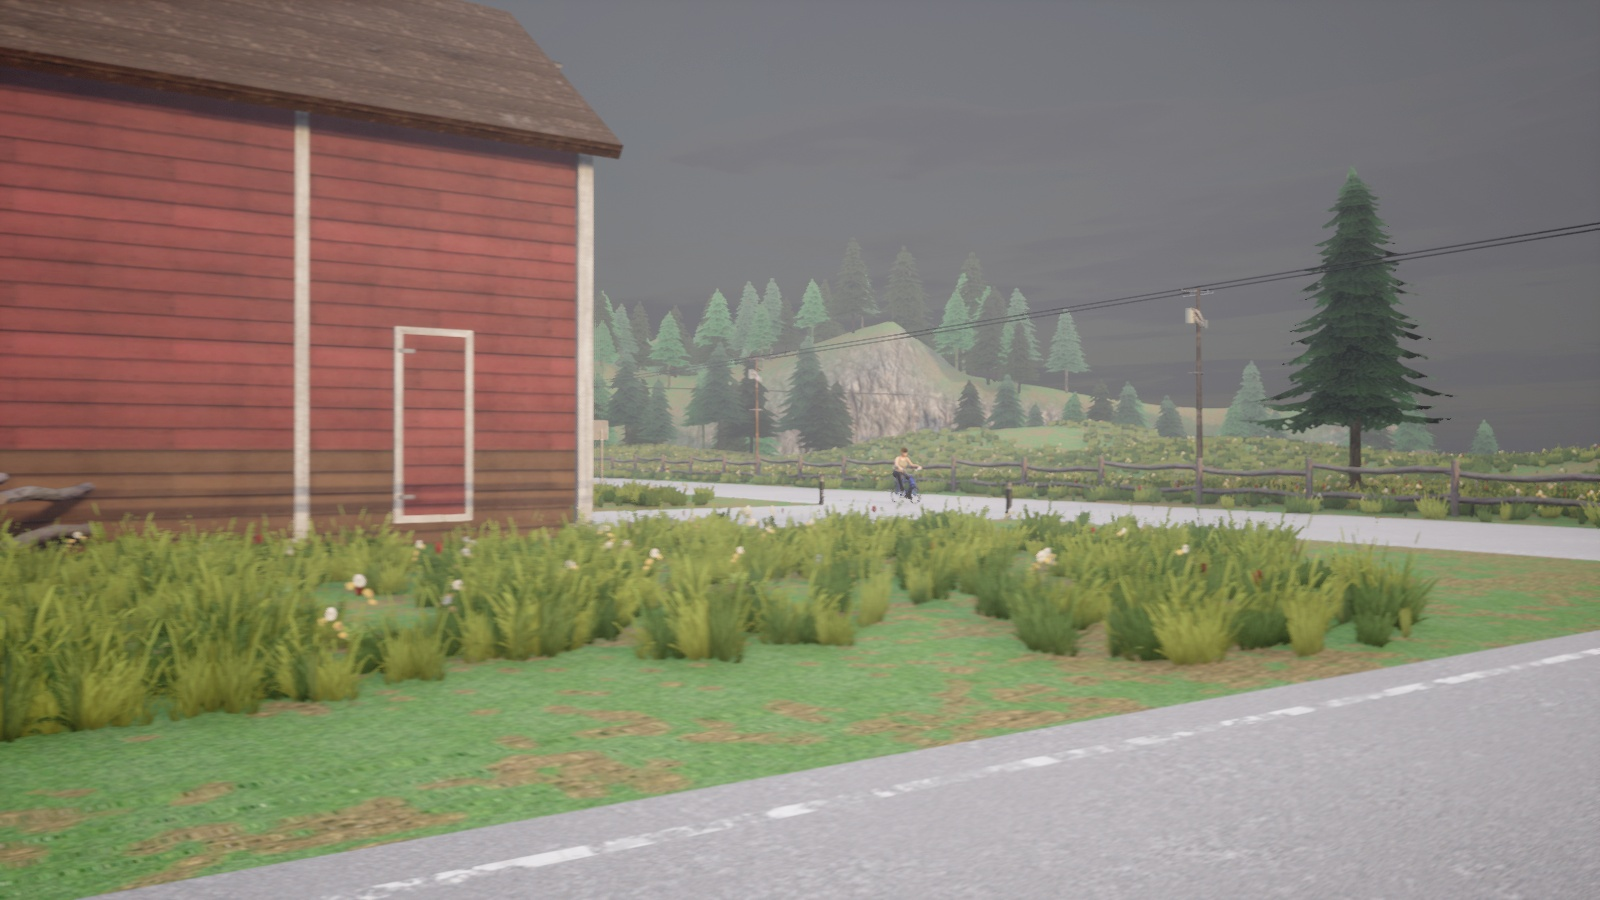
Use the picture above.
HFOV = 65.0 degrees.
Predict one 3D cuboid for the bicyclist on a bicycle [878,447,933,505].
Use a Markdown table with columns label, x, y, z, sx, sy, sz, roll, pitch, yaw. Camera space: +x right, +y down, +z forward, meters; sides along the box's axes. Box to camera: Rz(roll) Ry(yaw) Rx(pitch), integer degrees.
| label | x | y | z | sx | sy | sz | roll | pitch | yaw |
| --- | --- | --- | --- | --- | --- | --- | --- | --- | --- |
| bicyclist on a bicycle | 2.987 | 0.726 | 35.609 | 0.866 | 1.612 | 1.509 | 0 | 0 | -29 |
